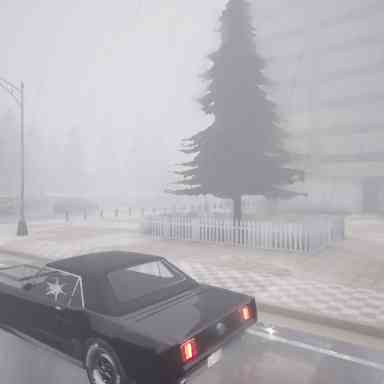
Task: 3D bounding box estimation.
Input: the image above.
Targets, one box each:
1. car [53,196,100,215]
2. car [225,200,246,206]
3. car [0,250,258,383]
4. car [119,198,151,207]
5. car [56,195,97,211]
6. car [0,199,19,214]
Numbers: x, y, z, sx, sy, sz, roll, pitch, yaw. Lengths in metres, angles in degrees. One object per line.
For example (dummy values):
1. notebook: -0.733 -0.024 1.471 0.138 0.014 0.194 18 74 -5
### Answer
1. car: -11.621 1.352 33.770 2.097 1.767 4.553 0 0 36
2. car: 6.980 1.526 53.584 1.812 1.442 4.674 0 0 36
3. car: -1.538 1.601 5.108 4.718 1.301 1.895 0 0 36
4. car: -8.490 1.547 50.392 2.033 1.411 5.357 0 0 36
5. car: -14.505 1.352 42.068 2.097 1.767 4.553 0 0 36
6. car: -20.406 1.478 33.896 1.882 1.535 5.008 0 0 36
